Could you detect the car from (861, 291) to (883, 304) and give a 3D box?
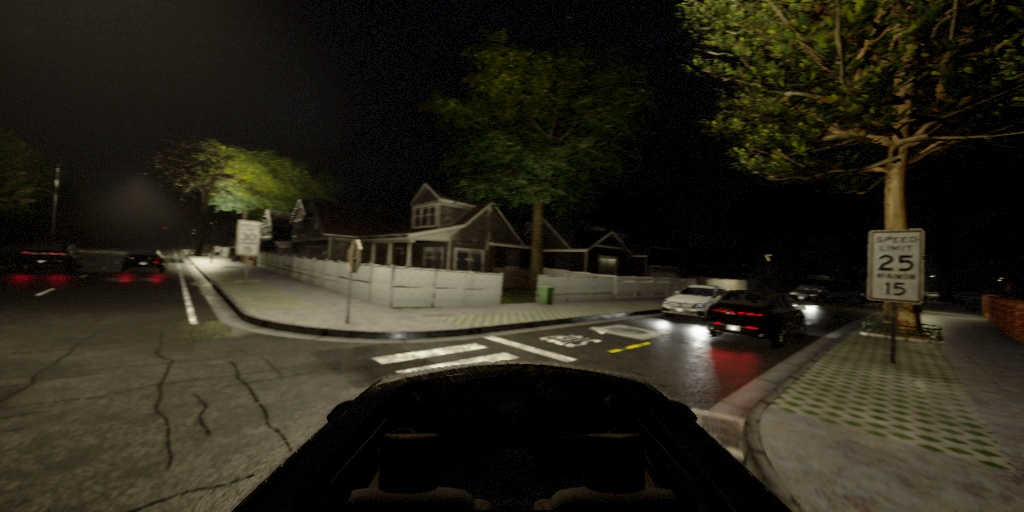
[{"bbox_3d":[33.756,3.756,32.964,4.181,1.385,1.994,4,-2,-37],"label":"car"}]

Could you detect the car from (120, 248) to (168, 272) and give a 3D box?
[{"bbox_3d":[-23.354,0.186,22.874,1.812,1.442,4.674,4,-1,-43],"label":"car"}]

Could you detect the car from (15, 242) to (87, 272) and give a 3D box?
[{"bbox_3d":[-25.144,-0.006,19.687,2.128,1.511,4.902,4,-1,-43],"label":"car"}]

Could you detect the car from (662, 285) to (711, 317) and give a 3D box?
[{"bbox_3d":[8.484,2.025,15.947,4.674,1.442,1.812,4,-2,-41],"label":"car"}]

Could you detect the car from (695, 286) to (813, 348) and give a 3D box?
[{"bbox_3d":[7.917,1.865,11.515,4.892,1.490,1.837,4,-2,-42],"label":"car"}]

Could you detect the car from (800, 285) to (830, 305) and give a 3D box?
[{"bbox_3d":[24.433,3.128,29.360,4.902,1.511,2.128,4,-2,-38],"label":"car"}]
